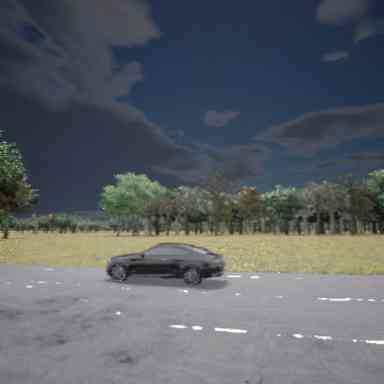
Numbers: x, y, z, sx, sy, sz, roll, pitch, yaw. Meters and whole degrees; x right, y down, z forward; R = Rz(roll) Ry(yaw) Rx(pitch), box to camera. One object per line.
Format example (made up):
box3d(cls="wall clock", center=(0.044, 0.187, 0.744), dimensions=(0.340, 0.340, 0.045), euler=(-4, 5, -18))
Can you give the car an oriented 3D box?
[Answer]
box3d(cls="car", center=(-0.996, 2.682, 12.806), dimensions=(4.674, 1.442, 1.812), euler=(-2, -6, 16))
